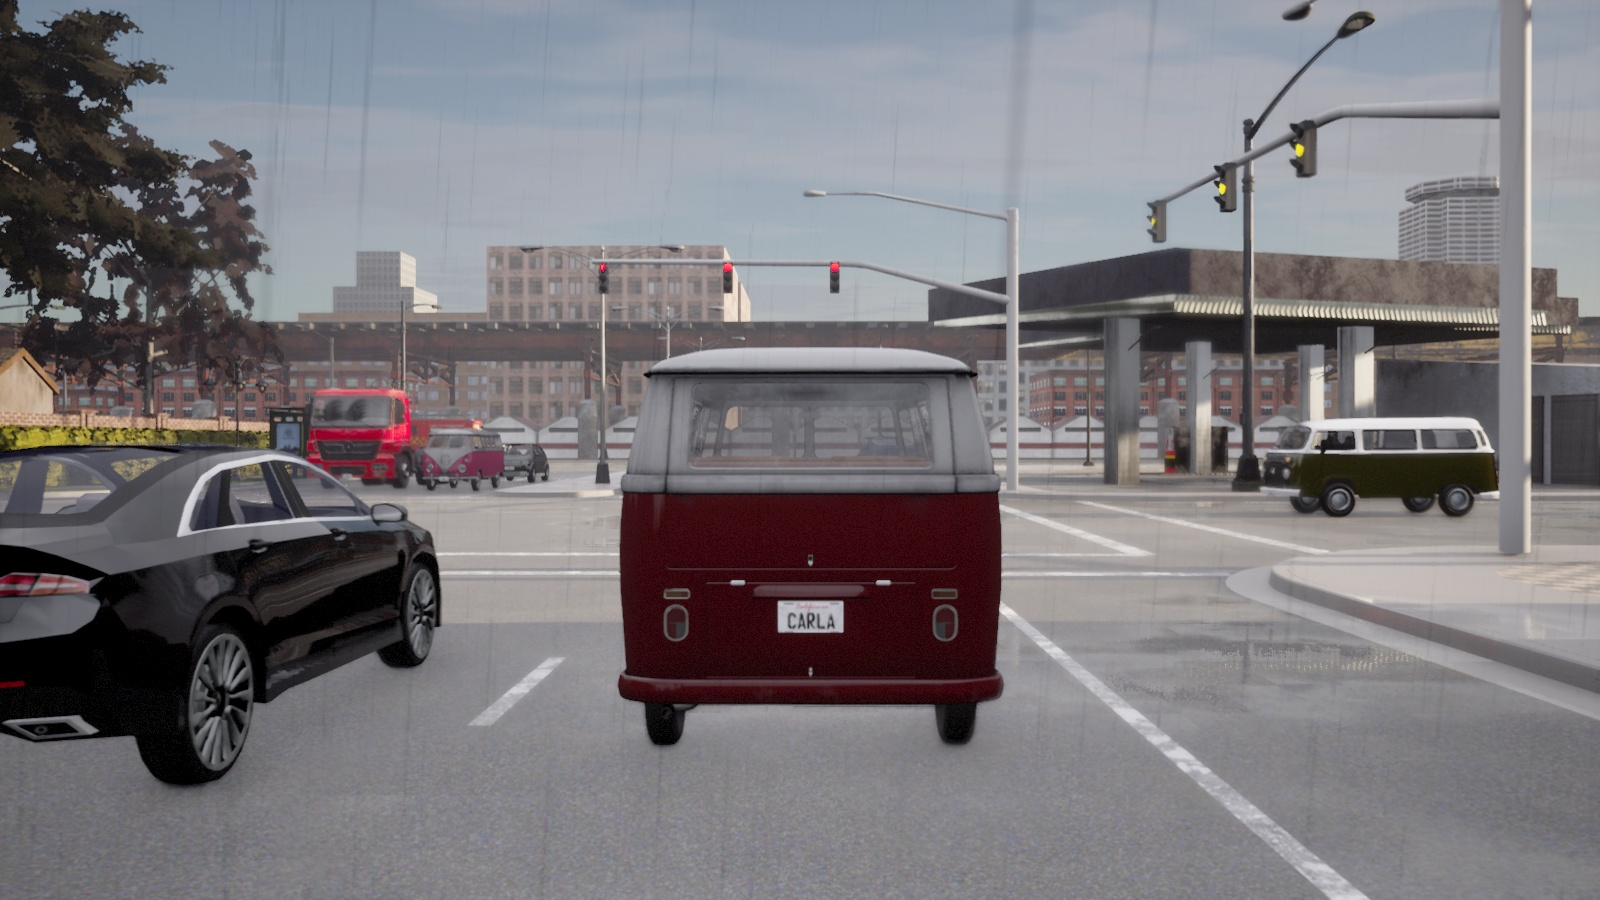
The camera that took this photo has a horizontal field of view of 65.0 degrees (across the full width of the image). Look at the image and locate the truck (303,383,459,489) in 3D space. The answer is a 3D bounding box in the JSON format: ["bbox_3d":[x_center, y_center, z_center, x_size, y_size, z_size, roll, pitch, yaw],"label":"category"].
[{"bbox_3d":[-14.768,-0.473,44.990,2.891,3.462,7.936,0,0,0],"label":"truck"}]

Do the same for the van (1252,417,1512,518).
[{"bbox_3d":[12.090,0.348,26.301,4.480,2.038,2.069,0,0,-1],"label":"van"}]

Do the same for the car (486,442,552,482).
[{"bbox_3d":[-11.193,0.464,50.235,1.789,1.549,3.705,0,0,0],"label":"car"}]

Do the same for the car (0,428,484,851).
[{"bbox_3d":[-3.445,0.665,6.941,2.128,1.511,4.902,0,0,0],"label":"car"}]

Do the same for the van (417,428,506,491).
[{"bbox_3d":[-11.241,0.280,41.996,1.775,1.987,4.442,0,0,0],"label":"van"}]

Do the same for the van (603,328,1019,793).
[{"bbox_3d":[0.059,0.461,7.594,1.775,1.987,4.442,0,0,0],"label":"van"}]
